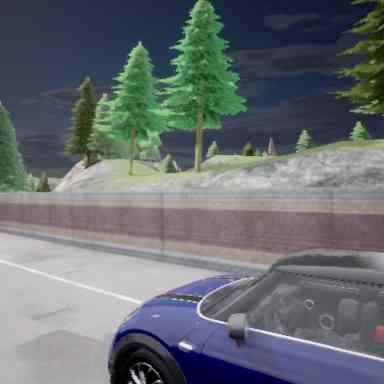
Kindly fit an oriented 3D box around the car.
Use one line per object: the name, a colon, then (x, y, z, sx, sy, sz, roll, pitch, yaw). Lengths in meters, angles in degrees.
car: (1.294, 1.360, 3.162, 4.553, 1.767, 2.097, -1, 0, 36)
